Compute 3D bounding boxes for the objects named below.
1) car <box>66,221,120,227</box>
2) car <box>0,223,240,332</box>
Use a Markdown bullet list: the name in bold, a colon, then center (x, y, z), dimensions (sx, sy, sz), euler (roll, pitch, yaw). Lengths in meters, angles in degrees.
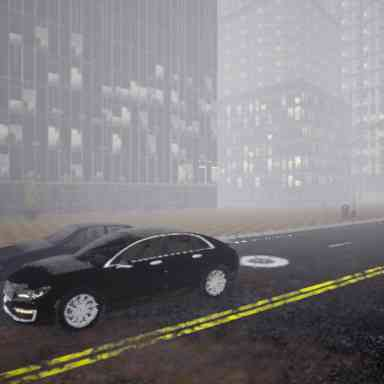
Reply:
- **car**: center (-2.901, 1.595, 9.705), dimensions (5.357, 1.411, 2.033), euler (0, 0, -36)
- **car**: center (-1.143, 1.538, 6.989), dimensions (4.892, 1.490, 1.837), euler (0, 0, -36)
